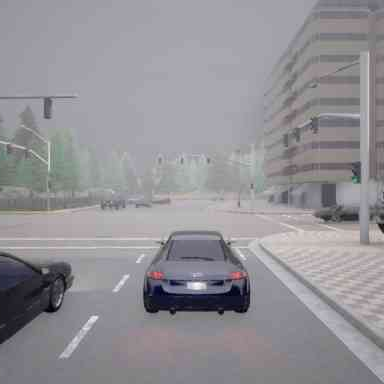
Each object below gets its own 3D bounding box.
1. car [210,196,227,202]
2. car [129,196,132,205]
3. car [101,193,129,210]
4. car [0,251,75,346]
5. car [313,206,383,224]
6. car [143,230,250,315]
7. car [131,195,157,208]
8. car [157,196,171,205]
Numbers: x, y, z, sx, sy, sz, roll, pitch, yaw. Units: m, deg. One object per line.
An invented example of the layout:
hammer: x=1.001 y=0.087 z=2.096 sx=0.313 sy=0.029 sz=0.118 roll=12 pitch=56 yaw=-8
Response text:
car: x=6.170 y=1.541 z=77.405 sx=4.181 sy=1.385 sz=1.994 roll=0 pitch=0 yaw=-45
car: x=-9.403 y=1.351 z=55.379 sx=2.097 sy=1.767 sz=4.553 roll=0 pitch=0 yaw=10
car: x=-10.416 y=1.221 z=44.451 sx=2.150 sy=2.045 sz=5.566 roll=0 pitch=0 yaw=2
car: x=-3.427 y=1.547 z=4.622 sx=2.033 sy=1.411 sz=5.357 roll=0 pitch=0 yaw=0
car: x=11.587 y=1.657 z=24.567 sx=4.718 sy=1.301 sz=1.895 roll=0 pitch=0 yaw=1
car: x=0.092 y=1.564 z=7.656 sx=1.994 sy=1.385 sz=4.181 roll=0 pitch=0 yaw=0
car: x=-6.841 y=1.547 z=48.110 sx=2.033 sy=1.411 sz=5.357 roll=0 pitch=0 yaw=2
car: x=-5.271 y=1.477 z=58.418 sx=1.882 sy=1.535 sz=5.008 roll=0 pitch=0 yaw=17
